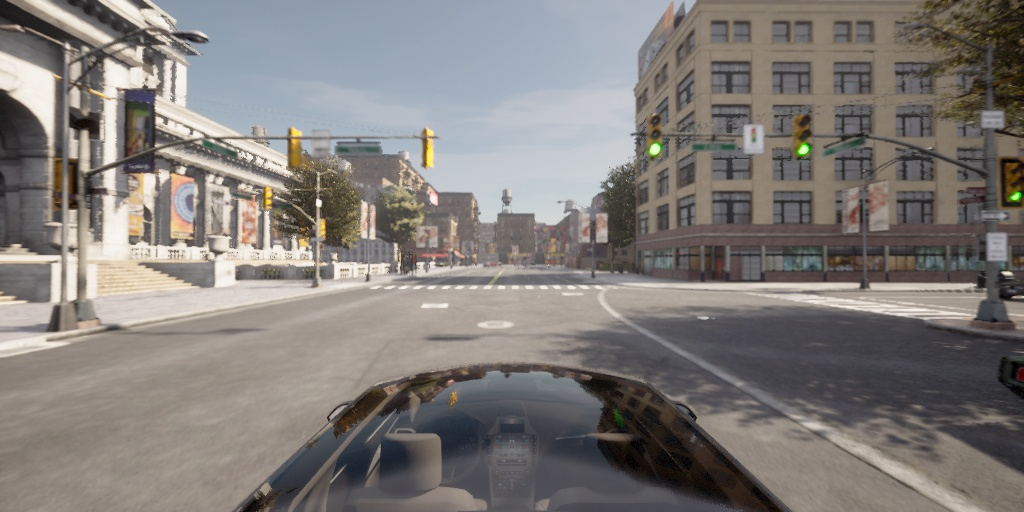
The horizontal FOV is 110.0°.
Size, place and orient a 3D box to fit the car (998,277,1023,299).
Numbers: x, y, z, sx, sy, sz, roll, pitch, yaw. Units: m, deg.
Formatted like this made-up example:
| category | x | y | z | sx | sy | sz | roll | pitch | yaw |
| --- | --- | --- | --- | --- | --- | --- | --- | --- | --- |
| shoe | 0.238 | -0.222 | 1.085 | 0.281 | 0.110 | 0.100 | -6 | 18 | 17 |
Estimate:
| category | x | y | z | sx | sy | sz | roll | pitch | yaw |
| --- | --- | --- | --- | --- | --- | --- | --- | --- | --- |
| car | 26.443 | 1.446 | 17.311 | 4.674 | 1.442 | 1.812 | 0 | -1 | 0 |

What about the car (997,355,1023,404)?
| category | x | y | z | sx | sy | sz | roll | pitch | yaw |
| --- | --- | --- | --- | --- | --- | --- | --- | --- | --- |
| car | 7.778 | 1.362 | 2.766 | 4.718 | 1.301 | 1.895 | 0 | -1 | 17 |
